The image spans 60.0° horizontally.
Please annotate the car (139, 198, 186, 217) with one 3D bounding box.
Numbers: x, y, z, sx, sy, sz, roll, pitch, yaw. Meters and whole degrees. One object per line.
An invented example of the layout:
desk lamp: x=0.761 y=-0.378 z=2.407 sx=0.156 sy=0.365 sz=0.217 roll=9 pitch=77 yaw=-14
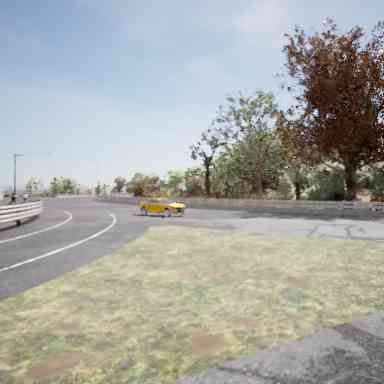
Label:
car: x=-2.666 y=1.270 z=29.556 sx=5.008 sy=1.535 sz=1.882 roll=0 pitch=0 yaw=43
